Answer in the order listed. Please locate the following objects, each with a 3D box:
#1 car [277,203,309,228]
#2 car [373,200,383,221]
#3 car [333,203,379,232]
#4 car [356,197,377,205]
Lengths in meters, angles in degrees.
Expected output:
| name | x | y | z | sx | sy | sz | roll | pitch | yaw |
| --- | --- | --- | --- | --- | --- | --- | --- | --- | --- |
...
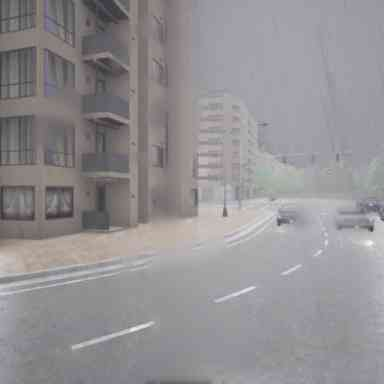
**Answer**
| name | x | y | z | sx | sy | sz | roll | pitch | yaw |
| --- | --- | --- | --- | --- | --- | --- | --- | --- | --- |
| car | 6.837 | 1.523 | 22.529 | 1.812 | 1.442 | 4.674 | 0 | 0 | 19 |
| car | 15.022 | 1.543 | 24.115 | 2.033 | 1.411 | 5.357 | 0 | 0 | 18 |
| car | 9.697 | 1.598 | 20.149 | 1.895 | 1.301 | 4.718 | 0 | 0 | 20 |
| car | 18.947 | 1.347 | 35.893 | 2.097 | 1.767 | 4.553 | 0 | 0 | 19 |
